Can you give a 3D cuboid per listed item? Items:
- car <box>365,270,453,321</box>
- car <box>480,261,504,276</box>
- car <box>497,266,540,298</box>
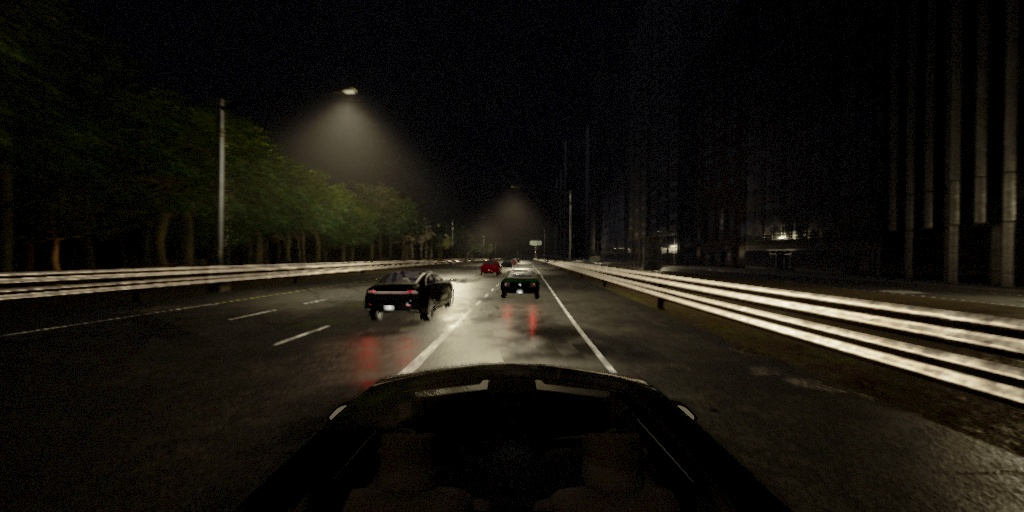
[{"bbox_3d":[-3.314,1.233,12.409,2.128,1.511,4.902,0,0,3],"label":"car"},{"bbox_3d":[-2.184,1.259,38.049,1.882,1.535,5.008,0,0,2],"label":"car"},{"bbox_3d":[0.477,1.379,18.924,1.895,1.301,4.718,0,0,3],"label":"car"}]
